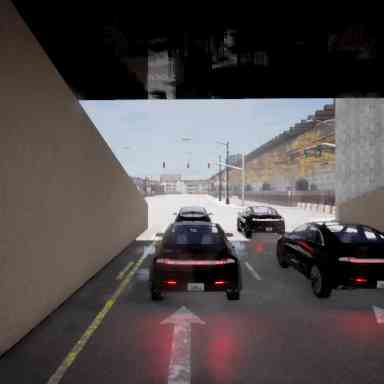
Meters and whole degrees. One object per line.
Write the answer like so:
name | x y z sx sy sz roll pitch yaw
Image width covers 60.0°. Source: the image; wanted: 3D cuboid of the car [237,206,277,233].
car | 3.541 1.490 17.690 2.128 1.511 4.902 0 0 0

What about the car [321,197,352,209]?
car | 17.446 1.292 40.120 1.853 1.218 4.536 0 0 45

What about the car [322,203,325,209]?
car | 17.410 1.450 40.083 2.038 1.542 4.974 0 0 45

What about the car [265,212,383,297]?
car | 3.561 1.491 8.557 2.128 1.511 4.902 0 0 0

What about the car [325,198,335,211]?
car | 17.320 1.450 35.476 2.038 1.542 4.974 0 0 -35

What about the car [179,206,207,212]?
car | 0.043 1.503 17.515 1.837 1.490 4.892 0 0 0

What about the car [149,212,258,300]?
car | 0.064 1.491 8.395 2.128 1.511 4.902 0 0 0
